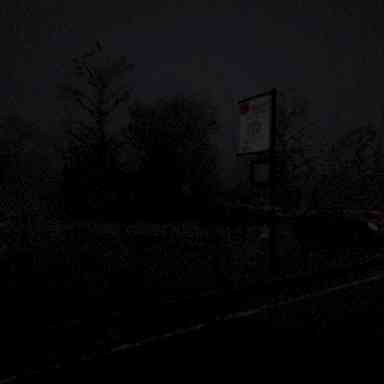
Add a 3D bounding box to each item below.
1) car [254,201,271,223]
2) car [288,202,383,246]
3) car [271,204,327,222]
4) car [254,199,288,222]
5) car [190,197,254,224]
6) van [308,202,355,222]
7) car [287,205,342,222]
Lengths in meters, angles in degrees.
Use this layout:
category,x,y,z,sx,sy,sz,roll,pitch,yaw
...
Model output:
category,x,y,z,sx,sy,sz,roll,pitch,yaw
car,4.191,1.822,29.258,2.231,1.521,4.892,2,-1,-36
car,7.470,1.540,16.523,2.185,1.767,4.553,2,-1,-36
car,10.974,2.138,34.390,1.946,1.575,5.366,3,-2,-36
car,6.469,1.664,30.886,2.435,2.045,5.566,2,-1,-36
car,2.052,1.482,27.677,2.435,2.045,5.566,2,-1,-36
van,15.583,2.157,37.333,1.878,1.987,4.442,3,-2,-36
car,13.132,2.253,35.942,1.946,1.575,5.366,3,-2,-36
